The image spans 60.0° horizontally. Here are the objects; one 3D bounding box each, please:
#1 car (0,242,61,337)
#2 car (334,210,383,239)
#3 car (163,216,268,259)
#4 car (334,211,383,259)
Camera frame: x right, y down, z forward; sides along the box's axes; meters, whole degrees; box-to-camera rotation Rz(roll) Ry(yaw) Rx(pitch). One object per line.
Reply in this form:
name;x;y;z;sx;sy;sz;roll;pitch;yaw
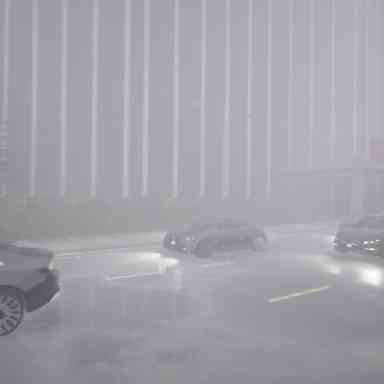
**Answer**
car;-4.600;1.471;5.021;4.902;1.511;2.128;1;0;-36
car;10.385;1.793;19.214;4.181;1.385;1.994;1;0;-33
car;0.989;1.654;13.015;4.181;1.385;1.994;1;0;-34
car;7.648;1.665;13.241;4.892;1.490;1.837;0;0;-34
